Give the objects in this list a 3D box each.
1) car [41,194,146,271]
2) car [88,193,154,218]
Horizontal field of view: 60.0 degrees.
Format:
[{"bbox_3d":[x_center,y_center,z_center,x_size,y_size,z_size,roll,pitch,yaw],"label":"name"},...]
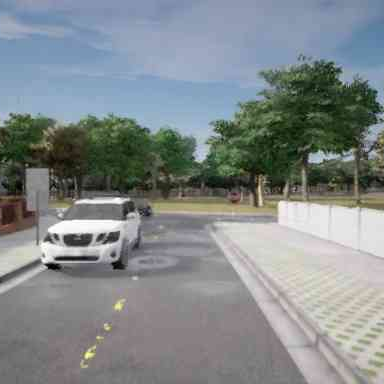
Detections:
[{"bbox_3d":[-3.042,1.213,11.297,2.150,2.045,5.566,0,0,-2],"label":"car"},{"bbox_3d":[-5.821,1.194,26.585,5.566,2.045,2.150,3,1,-4],"label":"car"}]
